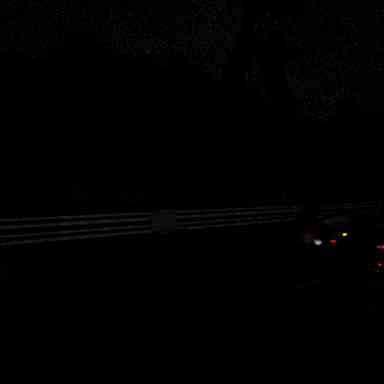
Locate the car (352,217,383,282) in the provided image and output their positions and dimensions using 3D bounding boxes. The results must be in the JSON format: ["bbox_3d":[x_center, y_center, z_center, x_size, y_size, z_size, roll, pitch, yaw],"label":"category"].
[{"bbox_3d":[6.336,1.420,8.125,4.902,1.511,2.128,0,0,-35],"label":"car"}]

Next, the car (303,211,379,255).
[{"bbox_3d":[6.010,1.438,12.147,4.674,1.442,1.812,0,0,-34],"label":"car"}]
